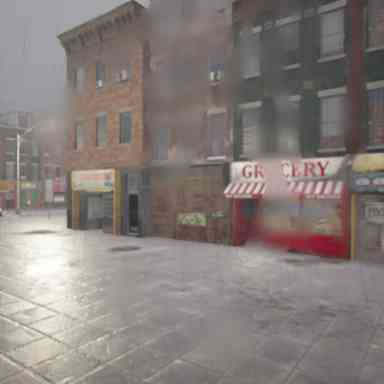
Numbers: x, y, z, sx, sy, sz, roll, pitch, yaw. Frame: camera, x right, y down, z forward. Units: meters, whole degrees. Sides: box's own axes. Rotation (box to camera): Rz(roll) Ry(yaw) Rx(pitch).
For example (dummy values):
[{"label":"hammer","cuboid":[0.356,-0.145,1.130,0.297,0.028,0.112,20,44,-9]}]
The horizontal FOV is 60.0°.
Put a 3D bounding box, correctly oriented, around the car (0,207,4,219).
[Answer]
[{"label":"car","cuboid":[-16.518,1.386,24.798,1.967,1.590,4.097,0,0,35]}]
